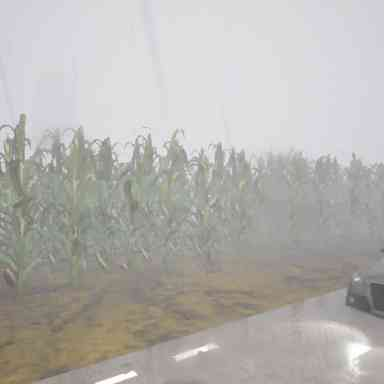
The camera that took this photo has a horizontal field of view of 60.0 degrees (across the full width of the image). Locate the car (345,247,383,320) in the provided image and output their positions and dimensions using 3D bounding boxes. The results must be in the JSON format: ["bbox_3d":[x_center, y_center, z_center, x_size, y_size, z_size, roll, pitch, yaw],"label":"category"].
[{"bbox_3d":[4.810,1.566,6.361,4.181,1.385,1.994,0,0,-35],"label":"car"}]
